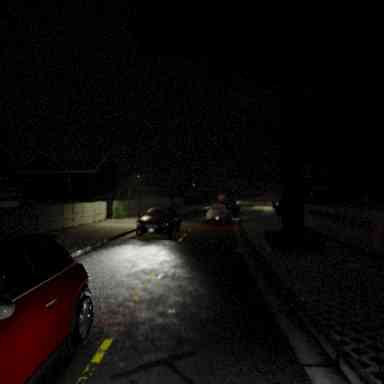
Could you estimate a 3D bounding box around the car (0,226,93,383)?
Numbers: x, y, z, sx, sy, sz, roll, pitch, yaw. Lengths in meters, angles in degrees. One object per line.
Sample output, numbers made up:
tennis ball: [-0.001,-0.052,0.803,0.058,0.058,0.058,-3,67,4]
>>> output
car: [-2.697,1.372,3.475,2.097,1.767,4.553,0,0,2]

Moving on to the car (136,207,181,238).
car: [-1.753,1.619,18.680,2.128,1.511,4.902,0,0,6]

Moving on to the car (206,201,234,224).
car: [2.215,1.722,27.108,1.812,1.442,4.674,0,0,8]

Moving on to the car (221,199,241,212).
car: [5.205,1.817,43.071,2.033,1.411,5.357,1,0,13]

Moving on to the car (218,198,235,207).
car: [5.963,1.833,57.129,1.994,1.385,4.181,1,0,17]
